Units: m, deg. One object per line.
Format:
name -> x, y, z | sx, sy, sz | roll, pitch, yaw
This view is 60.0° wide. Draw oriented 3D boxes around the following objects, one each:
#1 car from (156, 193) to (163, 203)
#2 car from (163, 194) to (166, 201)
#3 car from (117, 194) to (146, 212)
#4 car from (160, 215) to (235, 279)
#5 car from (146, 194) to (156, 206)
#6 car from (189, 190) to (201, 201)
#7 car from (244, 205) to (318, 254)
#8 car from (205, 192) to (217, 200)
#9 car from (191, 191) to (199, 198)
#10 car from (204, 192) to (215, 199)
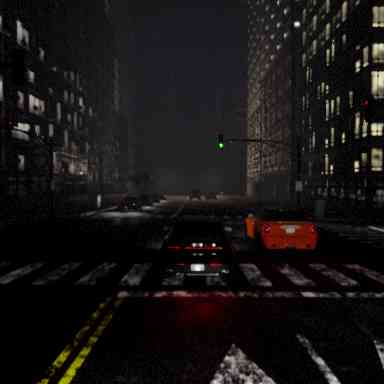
car -> -6.105, 0.985, 52.709 | 1.812, 1.442, 4.674 | 0, 1, 1
car -> -5.944, 0.919, 62.696 | 1.994, 1.385, 4.181 | 0, 1, 1
car -> -6.296, 1.177, 34.149 | 1.812, 1.442, 4.674 | 0, 1, 0
car -> 0.162, 1.460, 9.862 | 1.837, 1.490, 4.892 | 0, 0, 1
car -> -6.215, 1.061, 43.417 | 1.837, 1.490, 4.892 | 0, 1, 0
car -> 0.570, 0.569, 64.066 | 2.150, 2.045, 5.566 | 0, 1, 1
car -> 3.471, 1.323, 13.786 | 2.097, 1.767, 4.553 | 1, 1, 1
car -> 3.847, 0.863, 65.368 | 1.812, 1.442, 4.674 | 0, 1, 1
car -> 0.664, 0.546, 74.453 | 1.882, 1.535, 5.008 | 0, 1, 1
car -> 3.919, 0.760, 74.935 | 2.128, 1.511, 4.902 | 0, 1, 1
